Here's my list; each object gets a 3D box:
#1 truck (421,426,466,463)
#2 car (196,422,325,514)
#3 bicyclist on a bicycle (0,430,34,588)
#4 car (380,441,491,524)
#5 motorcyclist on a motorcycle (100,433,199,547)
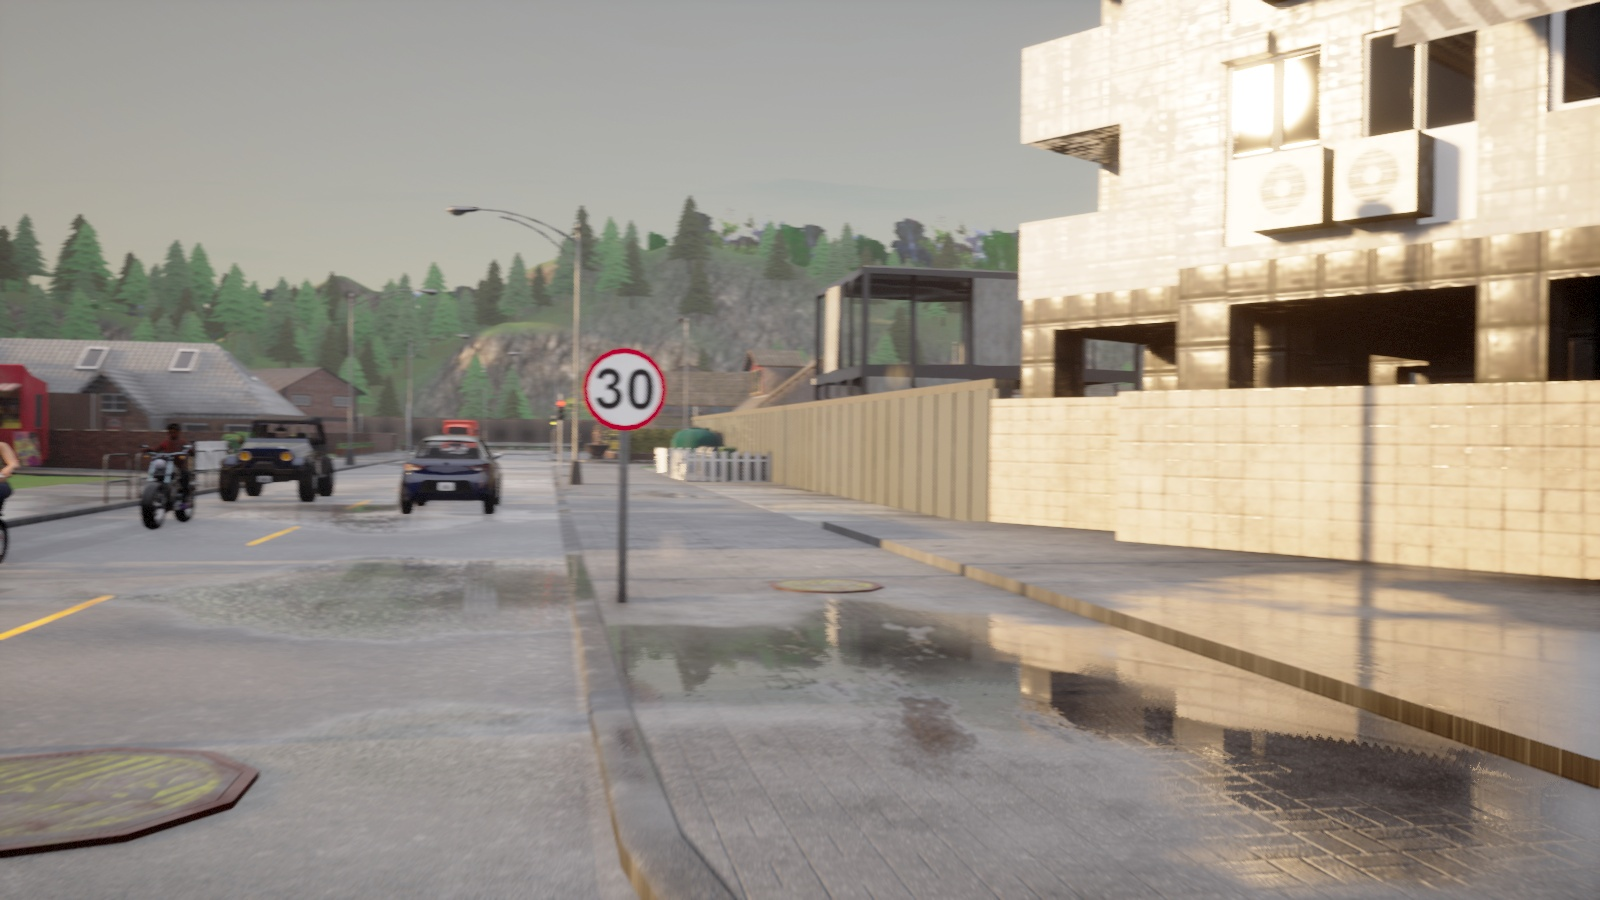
[{"bbox_3d":[-24.457,-0.373,86.306,2.627,2.467,5.204,0,1,-12],"label":"truck"},{"bbox_3d":[-11.834,0.351,27.782,1.905,1.878,3.866,0,1,-12],"label":"car"},{"bbox_3d":[-8.594,0.604,12.810,0.866,1.612,1.509,0,1,-12],"label":"bicyclist on a bicycle"},{"bbox_3d":[-7.110,0.570,24.862,1.816,1.474,4.193,0,1,-12],"label":"car"},{"bbox_3d":[-10.043,0.568,19.485,0.766,1.649,2.350,0,1,-12],"label":"motorcyclist on a motorcycle"}]
